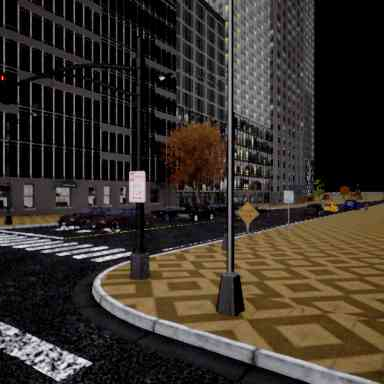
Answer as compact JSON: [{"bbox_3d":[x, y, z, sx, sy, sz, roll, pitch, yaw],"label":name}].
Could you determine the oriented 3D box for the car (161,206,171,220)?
[{"bbox_3d":[-2.330,2.094,33.567,1.895,1.301,4.718,0,-1,33],"label":"car"}]

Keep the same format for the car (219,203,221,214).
[{"bbox_3d":[3.068,2.163,41.924,2.128,1.511,4.902,0,-1,33],"label":"car"}]

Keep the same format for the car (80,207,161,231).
[{"bbox_3d":[-4.874,1.871,23.623,2.033,1.411,5.357,0,-1,33],"label":"car"}]

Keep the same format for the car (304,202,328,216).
[{"bbox_3d":[16.293,2.351,44.203,1.837,1.490,4.892,0,-1,33],"label":"car"}]

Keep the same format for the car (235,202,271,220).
[{"bbox_3d":[6.872,2.112,35.479,2.128,1.511,4.902,0,-1,33],"label":"car"}]

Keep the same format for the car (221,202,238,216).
[{"bbox_3d":[5.872,2.030,40.275,2.097,1.767,4.553,0,-1,33],"label":"car"}]

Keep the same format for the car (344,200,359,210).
[{"bbox_3d":[31.486,2.534,65.760,2.150,2.045,5.566,0,-1,33],"label":"car"}]

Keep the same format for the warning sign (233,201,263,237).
[{"bbox_3d":[3.122,1.453,18.553,1.300,1.860,1.060,1,1,33],"label":"warning sign"}]

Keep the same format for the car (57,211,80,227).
[{"bbox_3d":[-7.526,1.869,25.507,2.033,1.411,5.357,0,-1,33],"label":"car"}]

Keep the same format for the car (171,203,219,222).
[{"bbox_3d":[0.404,2.002,31.810,1.837,1.490,4.892,0,-1,33],"label":"car"}]

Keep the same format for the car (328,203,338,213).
[{"bbox_3d":[21.890,2.507,52.970,1.882,1.535,5.008,0,-1,33],"label":"car"}]

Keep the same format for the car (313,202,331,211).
[{"bbox_3d":[24.714,2.691,63.167,2.128,1.511,4.902,0,-1,33],"label":"car"}]
